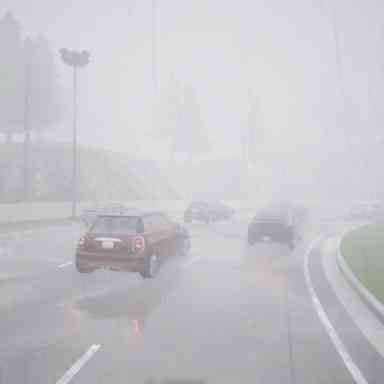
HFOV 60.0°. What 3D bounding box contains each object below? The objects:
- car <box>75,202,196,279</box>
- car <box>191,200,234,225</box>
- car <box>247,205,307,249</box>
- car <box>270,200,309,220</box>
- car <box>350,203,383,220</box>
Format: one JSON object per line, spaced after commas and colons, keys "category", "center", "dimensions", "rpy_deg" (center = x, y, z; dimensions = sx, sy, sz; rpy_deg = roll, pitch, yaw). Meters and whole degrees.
{"category": "car", "center": [-1.558, 1.336, 10.316], "dimensions": [2.097, 1.767, 4.553], "rpy_deg": [1, 0, 15]}
{"category": "car", "center": [1.342, 1.364, 24.444], "dimensions": [2.097, 1.767, 4.553], "rpy_deg": [1, 0, 33]}
{"category": "car", "center": [3.840, 1.541, 14.980], "dimensions": [1.837, 1.490, 4.892], "rpy_deg": [0, 0, 24]}
{"category": "car", "center": [7.832, 1.427, 27.099], "dimensions": [2.097, 1.767, 4.553], "rpy_deg": [1, 0, 41]}
{"category": "car", "center": [16.030, 1.680, 30.037], "dimensions": [4.674, 1.442, 1.812], "rpy_deg": [1, 0, -38]}
